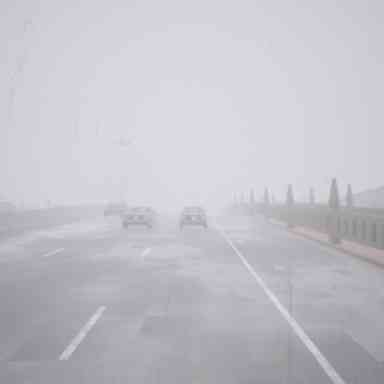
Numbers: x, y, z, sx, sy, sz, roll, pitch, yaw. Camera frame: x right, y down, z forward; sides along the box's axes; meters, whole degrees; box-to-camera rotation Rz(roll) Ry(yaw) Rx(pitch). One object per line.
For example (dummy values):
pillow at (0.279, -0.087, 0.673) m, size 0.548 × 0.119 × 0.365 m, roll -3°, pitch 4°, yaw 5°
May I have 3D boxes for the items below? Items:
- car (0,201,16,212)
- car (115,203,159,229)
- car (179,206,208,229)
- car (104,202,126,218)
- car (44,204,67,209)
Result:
car at (-21.098, 1.767, 36.285) m, size 1.837 × 1.490 × 4.892 m, roll 0°, pitch -2°, yaw 0°
car at (-3.405, 1.638, 22.526) m, size 2.033 × 1.411 × 5.357 m, roll 0°, pitch 0°, yaw 0°
car at (0.094, 1.638, 22.478) m, size 2.033 × 1.411 × 5.357 m, roll 0°, pitch 0°, yaw 0°
car at (-6.907, 1.635, 31.278) m, size 2.128 × 1.511 × 4.902 m, roll 0°, pitch -1°, yaw 0°
car at (-17.596, 2.246, 43.767) m, size 1.895 × 1.301 × 4.718 m, roll 0°, pitch -4°, yaw 0°
